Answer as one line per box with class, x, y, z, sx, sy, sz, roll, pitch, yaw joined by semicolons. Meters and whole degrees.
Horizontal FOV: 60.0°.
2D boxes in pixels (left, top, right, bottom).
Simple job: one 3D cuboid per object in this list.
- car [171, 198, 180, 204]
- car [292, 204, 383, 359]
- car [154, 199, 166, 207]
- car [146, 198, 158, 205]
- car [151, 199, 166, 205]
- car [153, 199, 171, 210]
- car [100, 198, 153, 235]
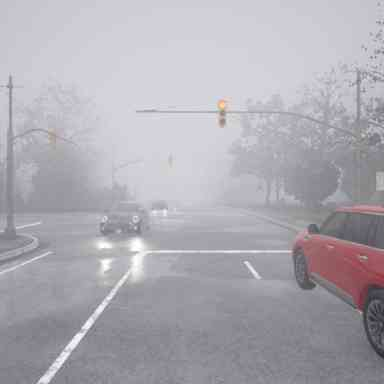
car;-4.644;2.316;83.176;1.882;1.535;5.008;0;-1;-22
car;3.590;1.221;6.053;2.150;2.045;5.566;0;0;0
car;-5.726;1.948;59.508;1.895;1.301;4.718;0;-1;-9
car;-9.086;2.171;74.814;1.882;1.535;5.008;0;-1;-16
car;-8.353;2.406;83.038;2.033;1.411;5.357;0;-1;-25
car;-4.138;1.639;43.311;1.994;1.385;4.181;0;0;-3
car;-3.642;1.352;18.656;2.097;1.767;4.553;0;0;0
